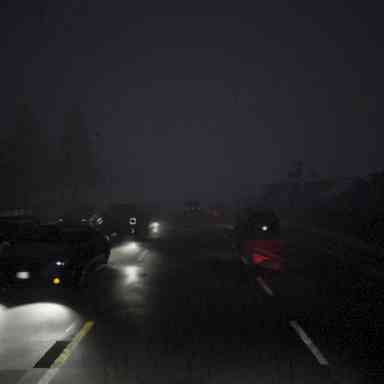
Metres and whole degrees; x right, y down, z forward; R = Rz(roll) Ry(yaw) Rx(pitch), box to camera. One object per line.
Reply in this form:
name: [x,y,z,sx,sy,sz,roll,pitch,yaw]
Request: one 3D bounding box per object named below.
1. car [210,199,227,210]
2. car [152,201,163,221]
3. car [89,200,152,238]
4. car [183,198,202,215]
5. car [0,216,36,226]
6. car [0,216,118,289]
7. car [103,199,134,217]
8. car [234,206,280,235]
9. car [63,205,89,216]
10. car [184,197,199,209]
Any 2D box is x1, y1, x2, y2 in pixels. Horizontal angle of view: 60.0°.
car: [3.539,1.596,43.881,1.812,1.442,4.674,0,0,0]
car: [-3.568,1.523,28.036,1.882,1.535,5.008,0,0,0]
car: [-3.584,1.381,17.645,2.097,1.767,4.553,0,0,0]
car: [0.085,1.603,34.250,2.033,1.411,5.357,0,0,0]
car: [-7.097,1.621,12.601,1.895,1.301,4.718,0,0,0]
car: [-3.583,1.579,9.049,1.994,1.385,4.181,0,0,0]
car: [-7.090,1.530,32.466,1.882,1.535,5.008,0,0,0]
car: [3.592,1.535,18.849,1.837,1.490,4.892,0,0,0]
car: [-7.093,1.584,22.254,2.033,1.411,5.357,0,0,0]
car: [-0.009,1.572,48.936,2.128,1.511,4.902,0,0,0]
